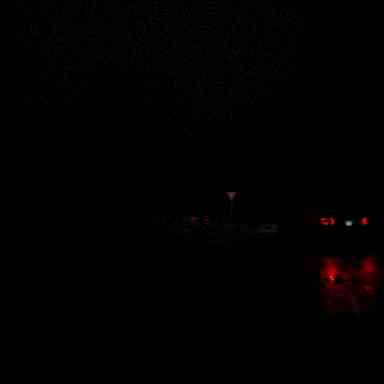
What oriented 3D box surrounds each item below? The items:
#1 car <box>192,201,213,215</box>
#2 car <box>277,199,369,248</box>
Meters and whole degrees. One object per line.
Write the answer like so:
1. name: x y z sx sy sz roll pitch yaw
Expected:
1. car: 1.258 1.789 39.310 2.097 1.767 4.553 0 -1 8
2. car: 5.913 1.356 15.749 2.150 2.045 5.566 0 -1 -6
